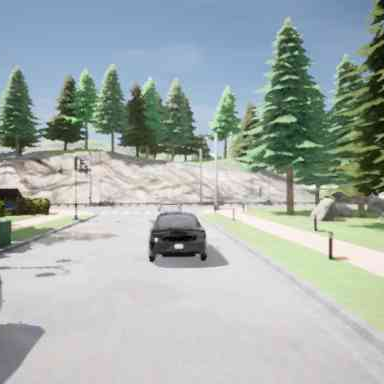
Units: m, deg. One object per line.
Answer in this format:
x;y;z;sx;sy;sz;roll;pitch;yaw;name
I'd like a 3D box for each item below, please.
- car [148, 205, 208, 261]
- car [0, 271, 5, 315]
-0.579;1.443;12.239;1.882;1.535;5.008;0;0;-5;car
-3.752;1.494;3.122;2.128;1.511;4.902;0;0;-1;car
